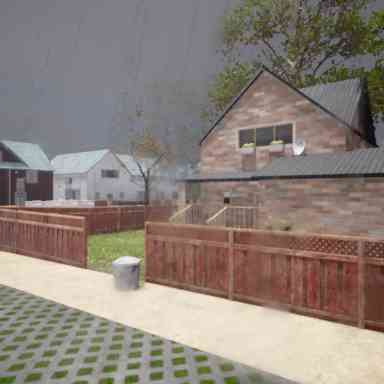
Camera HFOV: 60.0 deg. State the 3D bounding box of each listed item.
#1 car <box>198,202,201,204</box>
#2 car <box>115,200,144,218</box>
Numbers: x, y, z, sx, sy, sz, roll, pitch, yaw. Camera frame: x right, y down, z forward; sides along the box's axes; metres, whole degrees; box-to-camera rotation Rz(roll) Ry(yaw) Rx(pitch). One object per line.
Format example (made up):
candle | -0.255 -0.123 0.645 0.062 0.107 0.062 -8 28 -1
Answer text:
car | 1.932 1.849 43.079 2.128 1.511 4.902 0 0 37
car | -6.351 1.581 32.031 2.097 1.767 4.553 0 0 37
